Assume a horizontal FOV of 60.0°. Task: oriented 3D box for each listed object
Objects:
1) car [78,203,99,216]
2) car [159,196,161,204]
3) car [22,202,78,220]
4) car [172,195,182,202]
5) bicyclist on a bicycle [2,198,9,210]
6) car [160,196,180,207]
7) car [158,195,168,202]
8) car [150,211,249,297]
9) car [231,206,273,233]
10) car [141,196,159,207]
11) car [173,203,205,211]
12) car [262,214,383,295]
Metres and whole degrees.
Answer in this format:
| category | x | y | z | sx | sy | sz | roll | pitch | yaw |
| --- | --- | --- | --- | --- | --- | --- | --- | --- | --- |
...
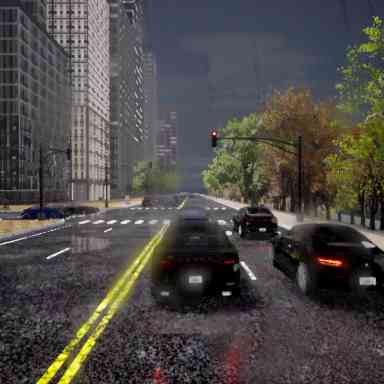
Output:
| category | x | y | z | sx | sy | sz | roll | pitch | yaw |
| --- | --- | --- | --- | --- | --- | --- | --- | --- | --- |
| car | -12.304 | 1.720 | 33.814 | 5.357 | 1.411 | 2.033 | -1 | 1 | -9 |
| car | -6.678 | 1.482 | 63.016 | 2.128 | 1.511 | 4.902 | 0 | 0 | 0 |
| car | -12.818 | 1.758 | 29.454 | 4.181 | 1.385 | 1.994 | -2 | 1 | 10 |
| car | -3.398 | 1.529 | 77.105 | 2.033 | 1.411 | 5.357 | 0 | 0 | 0 |
| bicyclist on a bicycle | -24.735 | 1.578 | 44.161 | 0.582 | 1.620 | 1.656 | -1 | 1 | 0 |
| car | -3.439 | 1.539 | 52.923 | 2.033 | 1.411 | 5.357 | 0 | 0 | 0 |
| car | -6.647 | 1.529 | 76.730 | 2.033 | 1.411 | 5.357 | 0 | 0 | 0 |
| car | 0.074 | 1.476 | 8.645 | 1.882 | 1.535 | 5.008 | 0 | 0 | 0 |
| car | 3.290 | 1.502 | 17.862 | 1.837 | 1.490 | 4.892 | 0 | 0 | 0 |
| car | -6.688 | 1.497 | 51.578 | 1.837 | 1.490 | 4.892 | 0 | 0 | 0 |
| car | 0.036 | 1.545 | 18.454 | 2.033 | 1.411 | 5.357 | 0 | 0 | 0 |
| car | 3.315 | 1.524 | 8.593 | 1.812 | 1.442 | 4.674 | 0 | 0 | 0 |
